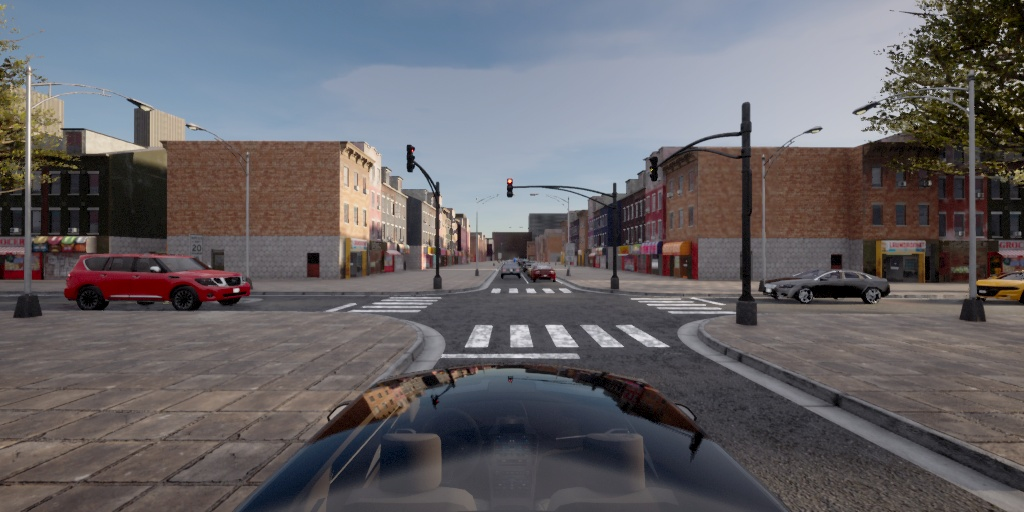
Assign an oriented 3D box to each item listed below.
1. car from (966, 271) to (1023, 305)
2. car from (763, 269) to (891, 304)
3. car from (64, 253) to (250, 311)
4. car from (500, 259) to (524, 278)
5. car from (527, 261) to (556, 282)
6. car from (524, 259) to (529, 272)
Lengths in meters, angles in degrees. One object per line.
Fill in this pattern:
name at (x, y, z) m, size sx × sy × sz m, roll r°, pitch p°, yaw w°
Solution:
car at (24.108, 1.391, 16.471) m, size 5.008 × 1.535 × 1.882 m, roll 1°, pitch 0°, yaw 0°
car at (14.268, 1.334, 16.444) m, size 4.902 × 1.511 × 2.128 m, roll 0°, pitch 0°, yaw 1°
car at (-13.106, 0.928, 13.451) m, size 5.566 × 2.045 × 2.150 m, roll 0°, pitch 0°, yaw 0°
car at (-0.124, 1.323, 34.588) m, size 2.033 × 1.411 × 5.357 m, roll 0°, pitch 0°, yaw -1°
car at (2.430, 1.312, 28.653) m, size 1.888 × 1.381 × 4.507 m, roll 0°, pitch 0°, yaw 0°
car at (2.384, 1.300, 34.502) m, size 1.751 × 1.417 × 4.829 m, roll 0°, pitch 0°, yaw 0°
